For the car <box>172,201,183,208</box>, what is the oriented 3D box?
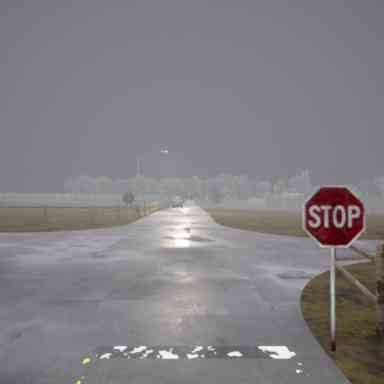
[{"bbox_3d":[-2.782,2.521,65.446,1.994,1.385,4.181,0,-2,0],"label":"car"}]
